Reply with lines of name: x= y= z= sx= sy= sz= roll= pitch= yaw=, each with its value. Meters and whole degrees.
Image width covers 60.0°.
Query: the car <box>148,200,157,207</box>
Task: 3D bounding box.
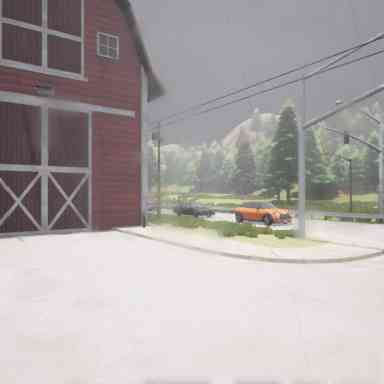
car: x=-5.559 y=1.840 z=41.674 sx=1.994 sy=1.385 sz=4.181 roll=0 pitch=0 yaw=-35

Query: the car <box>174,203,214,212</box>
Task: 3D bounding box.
car: x=0.061 y=1.771 z=33.457 sx=2.033 sy=1.411 sz=5.357 roll=0 pitch=0 yaw=-34

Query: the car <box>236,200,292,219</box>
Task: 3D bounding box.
car: x=5.438 y=1.525 z=25.599 sx=2.097 sy=1.767 sz=4.553 roll=0 pitch=0 yaw=-34

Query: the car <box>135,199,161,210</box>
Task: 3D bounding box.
car: x=-6.605 y=1.848 z=49.579 sx=1.812 sy=1.442 sz=4.674 roll=0 pitch=0 yaw=-34
